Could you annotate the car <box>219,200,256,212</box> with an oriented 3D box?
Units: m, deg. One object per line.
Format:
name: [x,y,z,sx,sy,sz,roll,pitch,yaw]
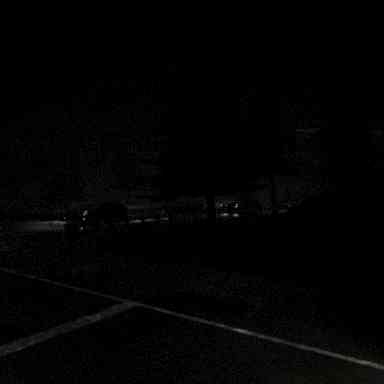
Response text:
car: [5.864,1.791,42.747,4.718,1.301,1.895,0,0,-35]

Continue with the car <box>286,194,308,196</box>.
car: [14.598,1.376,48.117,5.566,2.045,2.150,0,0,-28]

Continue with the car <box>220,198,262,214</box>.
car: [5.974,1.518,38.501,4.553,1.767,2.097,0,0,-35]

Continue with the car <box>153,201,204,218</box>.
car: [-0.948,1.678,32.760,4.902,1.511,2.128,0,0,-42]

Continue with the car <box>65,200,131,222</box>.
car: [-7.152,1.550,26.344,2.097,1.767,4.553,-1,0,41]

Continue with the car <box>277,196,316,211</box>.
car: [14.094,1.612,43.851,5.008,1.535,1.882,0,0,-29]

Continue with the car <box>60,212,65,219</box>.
car: [-8.888,1.777,29.801,2.033,1.411,5.357,-1,0,43]

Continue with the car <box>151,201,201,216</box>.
car: [-1.700,1.762,36.856,5.357,1.411,2.033,0,0,-42]
